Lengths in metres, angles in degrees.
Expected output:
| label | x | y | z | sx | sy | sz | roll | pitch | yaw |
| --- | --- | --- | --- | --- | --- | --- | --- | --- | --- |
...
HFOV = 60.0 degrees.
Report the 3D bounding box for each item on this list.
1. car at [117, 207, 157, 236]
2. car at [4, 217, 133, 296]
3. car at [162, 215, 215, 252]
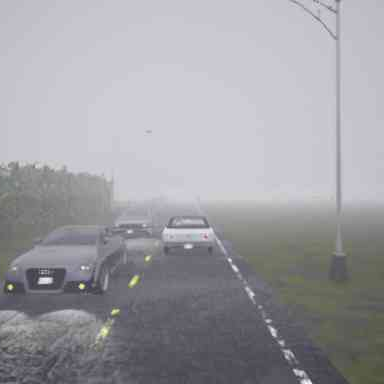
| label | x | y | z | sx | sy | sz | roll | pitch | yaw |
| --- | --- | --- | --- | --- | --- | --- | --- | --- | --- |
| car | -3.072 | 1.569 | 18.996 | 2.033 | 1.411 | 5.357 | 0 | 0 | -1 |
| car | -2.947 | 1.582 | 8.623 | 1.994 | 1.385 | 4.181 | 0 | 0 | -1 |
| car | -0.156 | 1.609 | 13.836 | 1.895 | 1.301 | 4.718 | 0 | 0 | -1 |
